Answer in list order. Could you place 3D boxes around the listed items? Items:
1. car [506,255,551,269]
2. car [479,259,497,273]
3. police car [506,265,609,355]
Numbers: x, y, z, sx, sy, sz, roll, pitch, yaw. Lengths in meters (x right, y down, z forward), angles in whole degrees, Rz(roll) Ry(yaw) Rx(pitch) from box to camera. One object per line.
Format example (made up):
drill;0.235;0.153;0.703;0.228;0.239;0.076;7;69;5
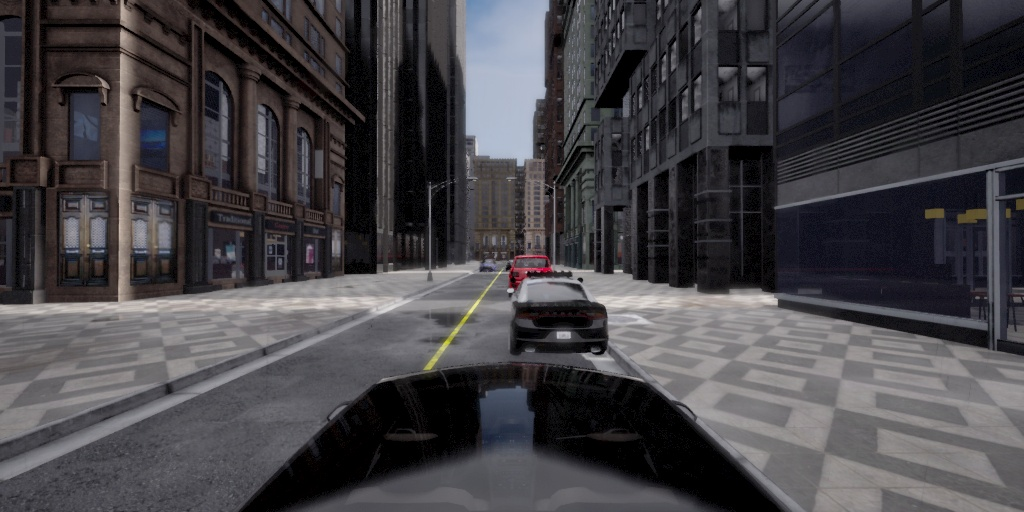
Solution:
car;0.919;0.985;18.765;2.150;2.045;5.566;0;0;0
car;-2.951;1.156;44.597;2.097;1.767;4.553;0;0;0
police car;0.906;1.179;8.844;1.930;1.638;5.238;0;0;0
